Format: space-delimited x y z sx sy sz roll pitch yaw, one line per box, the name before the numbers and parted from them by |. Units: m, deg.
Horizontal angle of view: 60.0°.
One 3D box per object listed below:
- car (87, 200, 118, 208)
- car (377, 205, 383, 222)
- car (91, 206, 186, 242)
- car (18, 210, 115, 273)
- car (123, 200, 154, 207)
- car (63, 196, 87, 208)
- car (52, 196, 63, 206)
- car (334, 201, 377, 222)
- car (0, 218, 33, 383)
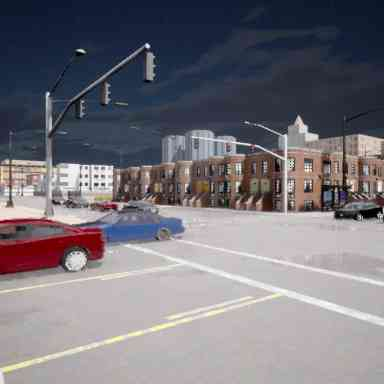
car | -10.315 1.601 38.907 1.895 1.301 4.718 0 0 -36
car | 15.357 1.547 23.407 5.357 1.411 2.033 0 0 -40
car | -2.866 1.547 14.865 5.357 1.411 2.033 0 0 -36
car | -4.911 1.477 9.090 5.008 1.535 1.882 0 0 -36
car | -4.847 1.505 31.338 1.837 1.490 4.892 0 0 -36
car | -16.264 1.352 47.154 2.097 1.767 4.553 0 0 -36
car | -22.382 1.490 55.698 2.128 1.511 4.902 0 0 -35
car | 13.276 1.477 26.451 5.008 1.535 1.882 0 0 -36
car | -3.770 1.221 1.079 5.566 2.045 2.150 0 0 -35
